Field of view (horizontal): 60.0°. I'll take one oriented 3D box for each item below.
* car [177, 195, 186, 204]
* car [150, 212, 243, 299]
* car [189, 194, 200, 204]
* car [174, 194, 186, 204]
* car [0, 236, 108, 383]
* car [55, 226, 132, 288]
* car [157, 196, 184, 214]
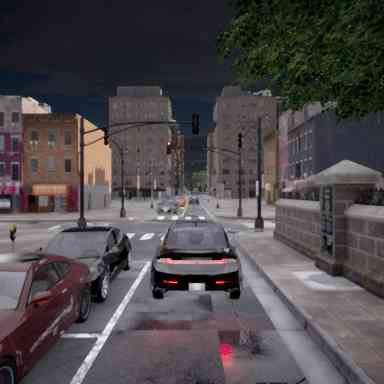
[{"bbox_3d":[-2.233,1.333,49.516,2.097,1.767,4.553,0,0,0],"label":"car"},{"bbox_3d":[0.095,1.490,8.406,2.128,1.511,4.902,0,0,0],"label":"car"},{"bbox_3d":[0.360,1.502,60.437,1.812,1.442,4.674,0,0,0],"label":"car"},{"bbox_3d":[-2.197,1.330,62.910,2.097,1.767,4.553,0,0,0],"label":"car"},{"bbox_3d":[-2.631,1.581,4.565,1.802,1.307,4.206,0,0,0],"label":"car"},{"bbox_3d":[-2.627,1.564,8.228,1.947,1.339,4.313,0,0,0],"label":"car"},{"bbox_3d":[-2.350,1.479,33.656,2.128,1.511,4.902,0,0,3],"label":"car"}]
